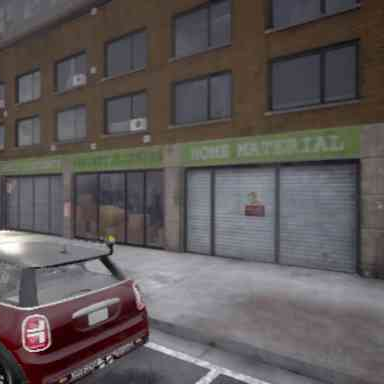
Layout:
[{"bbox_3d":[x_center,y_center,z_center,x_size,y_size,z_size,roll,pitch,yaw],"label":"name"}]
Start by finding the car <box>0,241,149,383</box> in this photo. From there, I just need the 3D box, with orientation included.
[{"bbox_3d":[-2.660,1.469,4.963,4.097,1.590,1.967,0,0,35],"label":"car"}]
